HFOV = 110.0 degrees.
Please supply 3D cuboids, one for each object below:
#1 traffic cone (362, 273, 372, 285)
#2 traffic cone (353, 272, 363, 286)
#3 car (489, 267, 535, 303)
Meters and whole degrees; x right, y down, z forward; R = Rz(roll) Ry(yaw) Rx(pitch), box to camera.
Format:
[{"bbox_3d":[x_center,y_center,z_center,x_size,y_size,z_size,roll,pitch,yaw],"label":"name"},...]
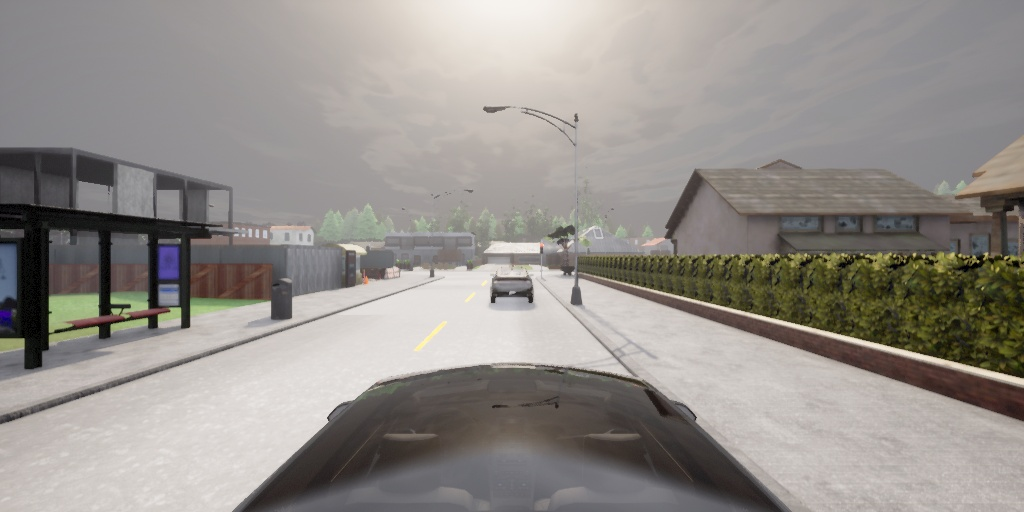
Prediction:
[{"bbox_3d":[-9.671,1.595,23.793,0.344,0.586,0.344,0,0,0],"label":"traffic cone"},{"bbox_3d":[-10.390,1.566,24.313,0.344,0.586,0.344,0,0,0],"label":"traffic cone"},{"bbox_3d":[0.000,1.244,16.500,2.128,1.511,4.902,0,0,0],"label":"car"}]
